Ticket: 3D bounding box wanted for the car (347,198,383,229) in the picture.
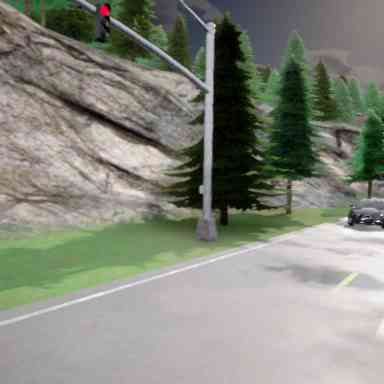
[{"bbox_3d":[10.448,1.141,19.114,1.837,1.490,4.892,2,2,40],"label":"car"}]
